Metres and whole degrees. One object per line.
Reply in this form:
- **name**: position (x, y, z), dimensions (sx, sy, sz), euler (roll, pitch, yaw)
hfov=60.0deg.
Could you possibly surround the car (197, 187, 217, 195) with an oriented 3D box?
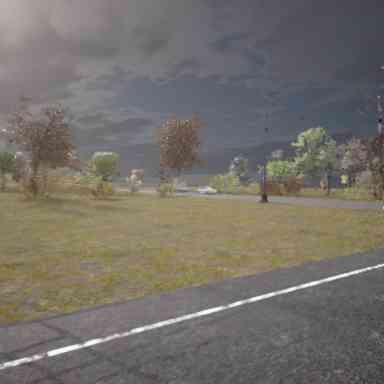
- **car**: position (2.782, -0.255, 62.646), dimensions (1.812, 1.442, 4.674), euler (0, 2, -36)

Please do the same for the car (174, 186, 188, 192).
- **car**: position (-2.826, -0.600, 70.465), dimensions (1.895, 1.301, 4.718), euler (0, 2, -36)
